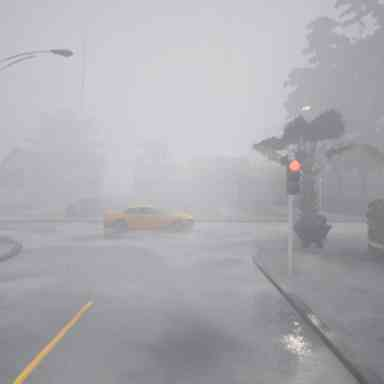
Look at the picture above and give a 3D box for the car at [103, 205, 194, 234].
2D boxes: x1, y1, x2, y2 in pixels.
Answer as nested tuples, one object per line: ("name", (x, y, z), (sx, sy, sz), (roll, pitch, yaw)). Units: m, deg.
("car", (-2.413, 1.470, 18.638), (5.008, 1.535, 1.882), (0, 0, 0))
